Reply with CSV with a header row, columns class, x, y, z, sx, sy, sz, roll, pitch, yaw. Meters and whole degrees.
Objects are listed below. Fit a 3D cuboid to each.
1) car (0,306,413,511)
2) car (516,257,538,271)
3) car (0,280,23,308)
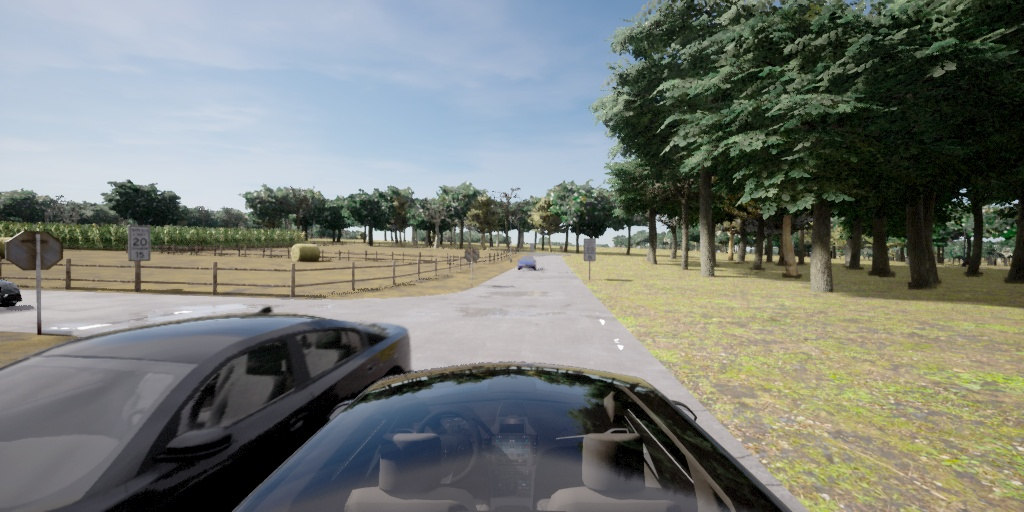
class,x,y,z,sx,sy,sz,roll,pitch,yaw
car,-2.367,1.233,2.497,1.882,1.535,5.008,0,0,7
car,1.639,0.789,37.973,1.812,1.442,4.674,0,1,6
car,-17.690,0.960,10.859,4.181,1.385,1.994,1,1,6
